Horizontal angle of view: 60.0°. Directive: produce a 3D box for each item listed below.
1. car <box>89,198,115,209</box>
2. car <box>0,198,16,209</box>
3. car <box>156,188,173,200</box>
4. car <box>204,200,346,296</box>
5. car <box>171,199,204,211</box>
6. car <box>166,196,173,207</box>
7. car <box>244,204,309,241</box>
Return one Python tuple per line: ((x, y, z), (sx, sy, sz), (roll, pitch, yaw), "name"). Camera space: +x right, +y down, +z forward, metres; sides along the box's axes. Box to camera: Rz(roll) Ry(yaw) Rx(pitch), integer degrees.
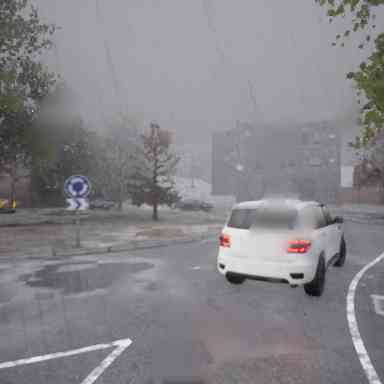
((-12.592, 1.548, 43.747), (4.902, 1.511, 2.128), (0, 0, -1), "car")
((-25.164, 1.472, 42.139), (5.008, 1.535, 1.882), (1, 0, -40), "car")
((-5.177, 0.322, 62.768), (2.150, 2.045, 5.566), (0, 6, 9), "car")
((2.683, 1.215, 9.023), (2.150, 2.045, 5.566), (0, 0, 31), "car")
((0.105, 1.588, 39.717), (4.718, 1.301, 1.895), (0, 0, 40), "car")
((-0.805, 1.558, 44.024), (4.181, 1.385, 1.994), (0, 0, 32), "car")
((4.711, 1.478, 17.871), (2.128, 1.511, 4.902), (0, 0, 30), "car")
